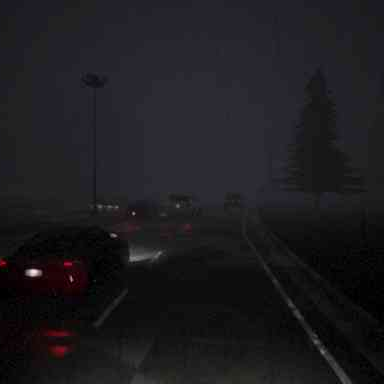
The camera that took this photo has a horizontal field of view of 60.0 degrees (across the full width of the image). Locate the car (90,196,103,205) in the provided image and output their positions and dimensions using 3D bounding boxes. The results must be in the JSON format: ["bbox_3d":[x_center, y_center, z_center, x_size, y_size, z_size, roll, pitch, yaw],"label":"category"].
[{"bbox_3d":[-14.861,1.373,54.477,1.812,1.442,4.674,0,0,11],"label":"car"}]

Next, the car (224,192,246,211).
[{"bbox_3d":[5.096,1.147,40.348,2.150,2.045,5.566,0,0,10],"label":"car"}]

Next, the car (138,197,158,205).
[{"bbox_3d":[-7.407,1.462,56.222,1.895,1.301,4.718,0,0,11],"label":"car"}]

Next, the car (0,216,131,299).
[{"bbox_3d":[-2.970,1.538,8.478,1.994,1.385,4.181,0,0,3],"label":"car"}]

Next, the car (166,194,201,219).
[{"bbox_3d":[-0.614,1.159,28.330,2.150,2.045,5.566,0,0,10],"label":"car"}]

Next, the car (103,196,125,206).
[{"bbox_3d":[-11.611,1.405,52.828,2.033,1.411,5.357,0,0,11],"label":"car"}]

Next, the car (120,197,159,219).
[{"bbox_3d":[-4.151,1.434,28.347,1.837,1.490,4.892,0,0,10],"label":"car"}]
